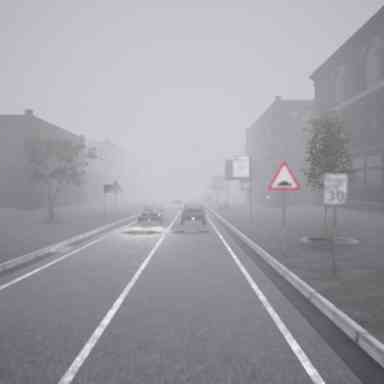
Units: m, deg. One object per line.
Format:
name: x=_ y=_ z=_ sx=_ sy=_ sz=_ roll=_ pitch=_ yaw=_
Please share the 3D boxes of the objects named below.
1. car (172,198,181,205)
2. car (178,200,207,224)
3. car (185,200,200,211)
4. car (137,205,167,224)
car: x=-3.000 y=1.876 z=66.937 sx=1.895 sy=1.301 sz=4.718 roll=0 pitch=0 yaw=0
car: x=0.091 y=1.633 z=25.971 sx=1.837 sy=1.490 sz=4.892 roll=0 pitch=0 yaw=0
car: x=0.075 y=1.827 z=45.073 sx=1.895 sy=1.301 sz=4.718 roll=0 pitch=0 yaw=0
car: x=-3.097 y=1.730 z=26.290 sx=1.895 sy=1.301 sz=4.718 roll=0 pitch=0 yaw=0
